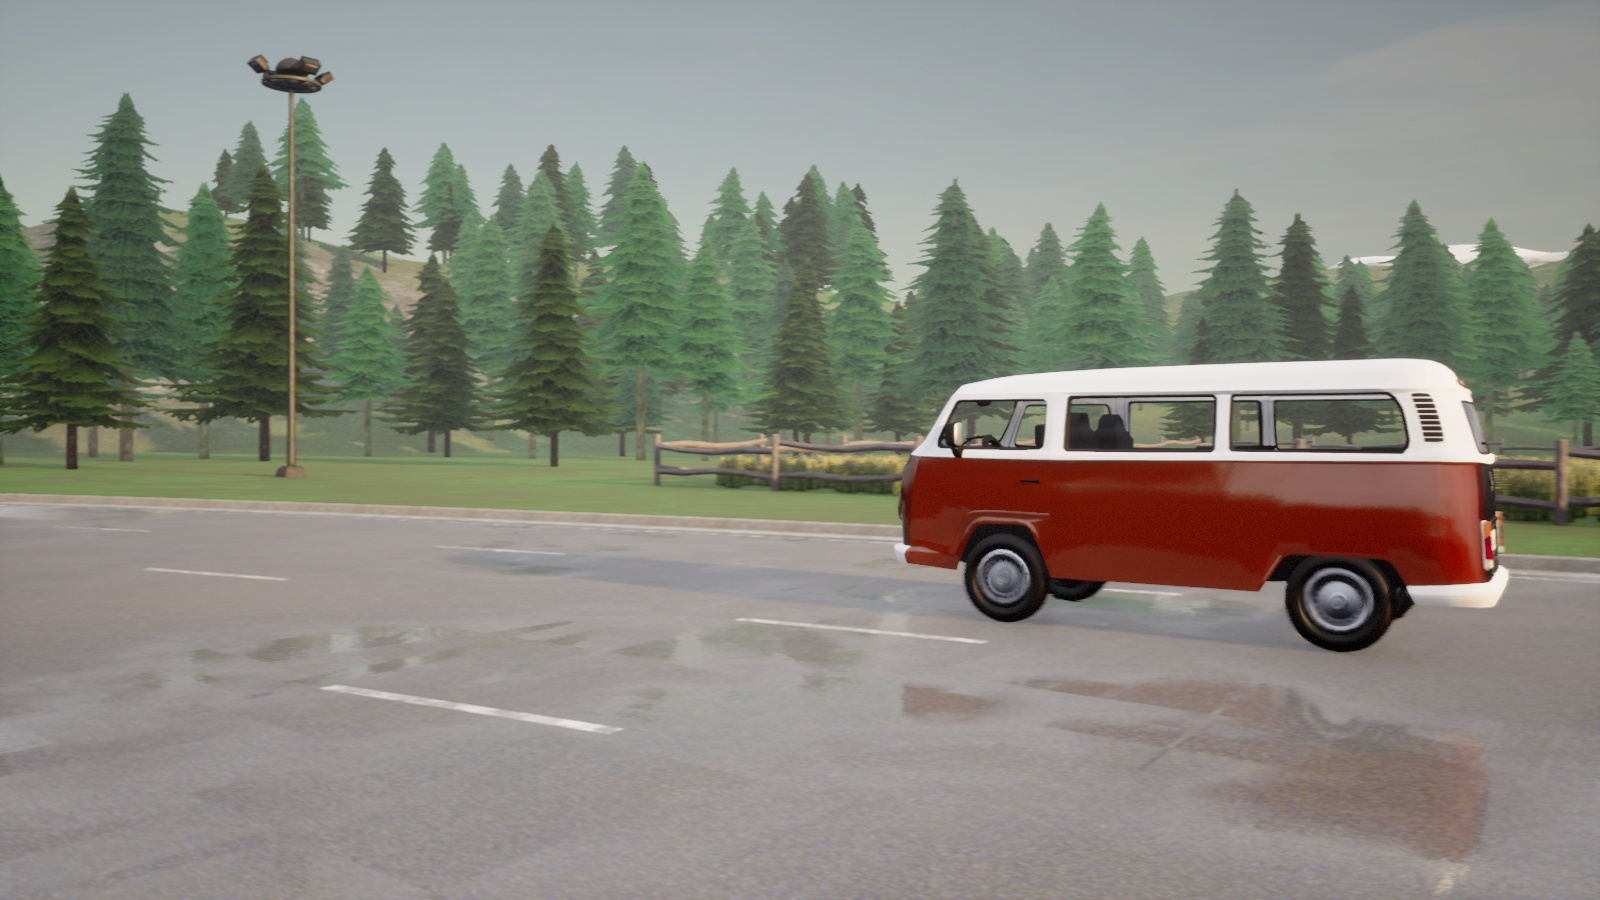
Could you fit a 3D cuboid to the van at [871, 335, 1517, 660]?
[{"bbox_3d":[3.038,0.290,9.916,4.480,2.038,2.069,0,1,32],"label":"van"}]
